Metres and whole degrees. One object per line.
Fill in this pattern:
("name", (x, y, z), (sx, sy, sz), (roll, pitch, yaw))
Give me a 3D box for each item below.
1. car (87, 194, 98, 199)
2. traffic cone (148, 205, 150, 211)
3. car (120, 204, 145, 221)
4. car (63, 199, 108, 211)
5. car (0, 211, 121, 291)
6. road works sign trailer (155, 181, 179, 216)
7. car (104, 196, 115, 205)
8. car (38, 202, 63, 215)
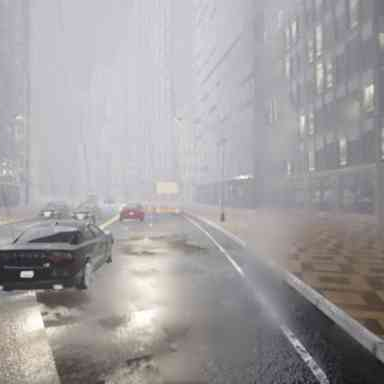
("car", (-20.720, 1.492, 69.282), (2.150, 2.045, 5.566), (0, 0, -17))
("traffic cone", (-5.130, 2.129, 41.225), (0.340, 0.580, 0.340), (0, 0, -10))
("car", (-5.063, 1.683, 28.464), (1.994, 1.385, 4.181), (0, 0, -7))
("car", (-8.259, 1.601, 26.246), (2.128, 1.511, 4.902), (0, 0, -7))
("car", (-3.432, 1.519, 9.187), (1.882, 1.535, 5.008), (0, 0, -2))
("road works sign trailer", (-2.590, 0.611, 34.565), (2.380, 3.560, 2.880), (0, 0, -10))
("car", (-16.614, 1.623, 67.020), (2.097, 1.767, 4.553), (0, 0, -16))
("car", (-11.860, 1.609, 28.931), (2.128, 1.511, 4.902), (0, 0, -8))
